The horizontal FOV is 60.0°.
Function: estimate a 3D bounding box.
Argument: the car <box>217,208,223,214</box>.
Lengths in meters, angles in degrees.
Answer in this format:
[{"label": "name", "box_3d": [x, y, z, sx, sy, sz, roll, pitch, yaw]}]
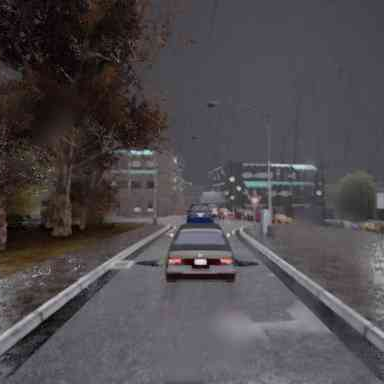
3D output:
[{"label": "car", "box_3d": [1.679, 2.871, 49.931, 2.435, 2.045, 5.566, 2, -3, -30]}]

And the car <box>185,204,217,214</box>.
[{"label": "car", "box_3d": [0.576, 2.046, 28.627, 2.150, 2.045, 5.566, 0, -2, -2]}]

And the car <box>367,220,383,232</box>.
[{"label": "car", "box_3d": [28.156, 5.598, 54.960, 1.946, 1.575, 5.366, 7, -4, -30]}]

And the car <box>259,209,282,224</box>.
[{"label": "car", "box_3d": [10.519, 3.594, 51.625, 2.435, 2.045, 5.566, 7, -4, -31]}]

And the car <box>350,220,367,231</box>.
[{"label": "car", "box_3d": [25.278, 5.347, 54.290, 2.002, 1.452, 4.674, 7, -4, -30]}]

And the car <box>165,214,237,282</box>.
[{"label": "car", "box_3d": [0.245, 1.650, 10.157, 2.033, 1.411, 5.357, 0, 0, 1]}]

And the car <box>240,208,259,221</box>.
[{"label": "car", "box_3d": [7.525, 3.422, 51.050, 2.185, 1.767, 4.553, 6, -4, -31]}]

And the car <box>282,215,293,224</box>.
[{"label": "car", "box_3d": [13.348, 4.137, 52.337, 1.946, 1.575, 5.366, 7, -4, -30]}]

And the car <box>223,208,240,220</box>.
[{"label": "car", "box_3d": [4.555, 3.168, 50.535, 2.185, 1.767, 4.553, 4, -4, -31]}]

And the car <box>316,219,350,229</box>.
[{"label": "car", "box_3d": [22.311, 5.054, 53.761, 2.002, 1.452, 4.674, 7, -4, -30]}]
